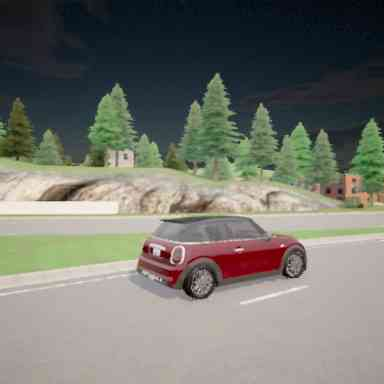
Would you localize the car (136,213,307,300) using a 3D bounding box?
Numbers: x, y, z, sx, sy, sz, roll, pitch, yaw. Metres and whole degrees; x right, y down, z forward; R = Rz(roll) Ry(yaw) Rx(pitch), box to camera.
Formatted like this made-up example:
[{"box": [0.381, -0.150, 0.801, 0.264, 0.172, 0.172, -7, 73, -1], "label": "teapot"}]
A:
[{"box": [0.943, 1.384, 8.696, 4.553, 1.767, 2.097, 0, 0, -35], "label": "car"}]
